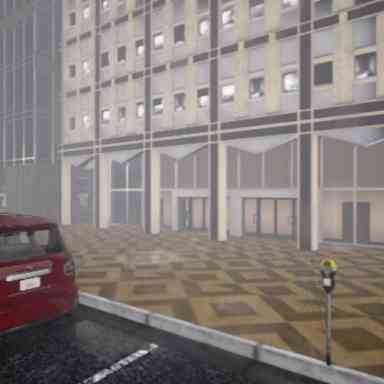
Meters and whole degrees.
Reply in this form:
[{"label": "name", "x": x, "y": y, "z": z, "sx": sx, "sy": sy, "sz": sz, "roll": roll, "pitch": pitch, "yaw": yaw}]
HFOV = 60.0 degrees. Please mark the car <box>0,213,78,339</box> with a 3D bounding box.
[{"label": "car", "x": -4.083, "y": 1.285, "z": 5.791, "sx": 5.009, "sy": 1.841, "sz": 2.192, "roll": 0, "pitch": 0, "yaw": 35}]
